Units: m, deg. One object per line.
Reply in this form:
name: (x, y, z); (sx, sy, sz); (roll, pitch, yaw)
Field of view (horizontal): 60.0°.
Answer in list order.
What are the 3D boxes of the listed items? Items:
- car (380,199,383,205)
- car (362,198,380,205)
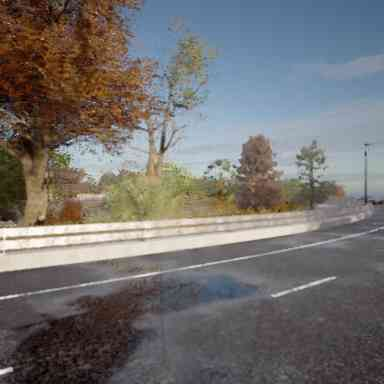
car: (42.836, 2.255, 73.593); (1.994, 1.385, 4.181); (0, -1, 7)
car: (39.389, 2.205, 74.205); (1.837, 1.490, 4.892); (0, -1, 7)
